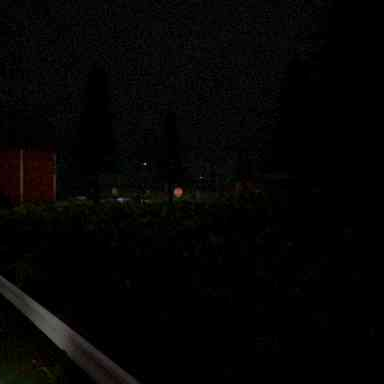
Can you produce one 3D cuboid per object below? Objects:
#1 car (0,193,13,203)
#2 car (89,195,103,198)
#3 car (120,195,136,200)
[{"bbox_3d":[-22.170,1.184,35.749,2.150,2.045,5.566,0,0,28],"label":"car"},{"bbox_3d":[-25.373,1.421,87.928,1.816,1.474,4.193,0,0,28],"label":"car"},{"bbox_3d":[-10.138,1.534,50.685,1.994,1.385,4.181,0,0,28],"label":"car"}]
